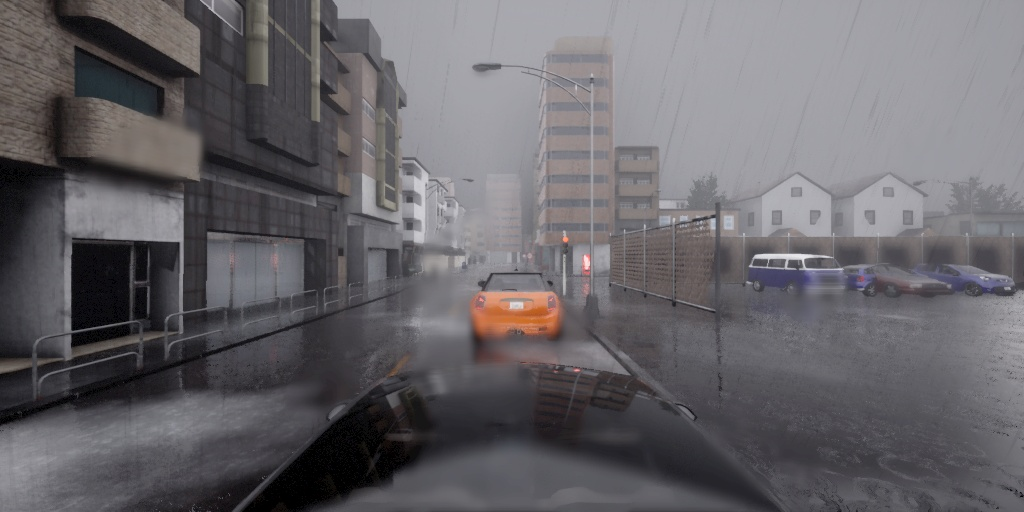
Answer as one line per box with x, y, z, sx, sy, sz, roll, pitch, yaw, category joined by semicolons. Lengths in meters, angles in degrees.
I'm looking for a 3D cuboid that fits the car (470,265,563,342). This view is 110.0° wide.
0.101;1.102;9.965;2.097;1.767;4.553;0;0;0;car
